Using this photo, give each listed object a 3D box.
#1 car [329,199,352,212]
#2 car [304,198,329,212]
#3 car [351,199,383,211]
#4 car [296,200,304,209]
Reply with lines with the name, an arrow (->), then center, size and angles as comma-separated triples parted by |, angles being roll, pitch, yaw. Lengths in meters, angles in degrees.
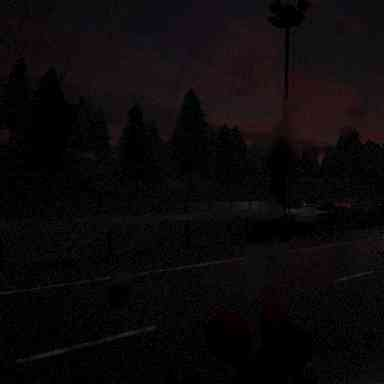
car -> 18.427, 1.570, 38.504 | 5.008, 1.535, 1.882 | 0, 0, -35
car -> 16.422, 1.612, 41.372 | 4.674, 1.442, 1.812 | 0, 0, -35
car -> 19.330, 1.595, 34.857 | 4.902, 1.511, 2.128 | 0, 0, -35
car -> 16.300, 1.574, 45.566 | 4.892, 1.490, 1.837 | 0, 0, -35
